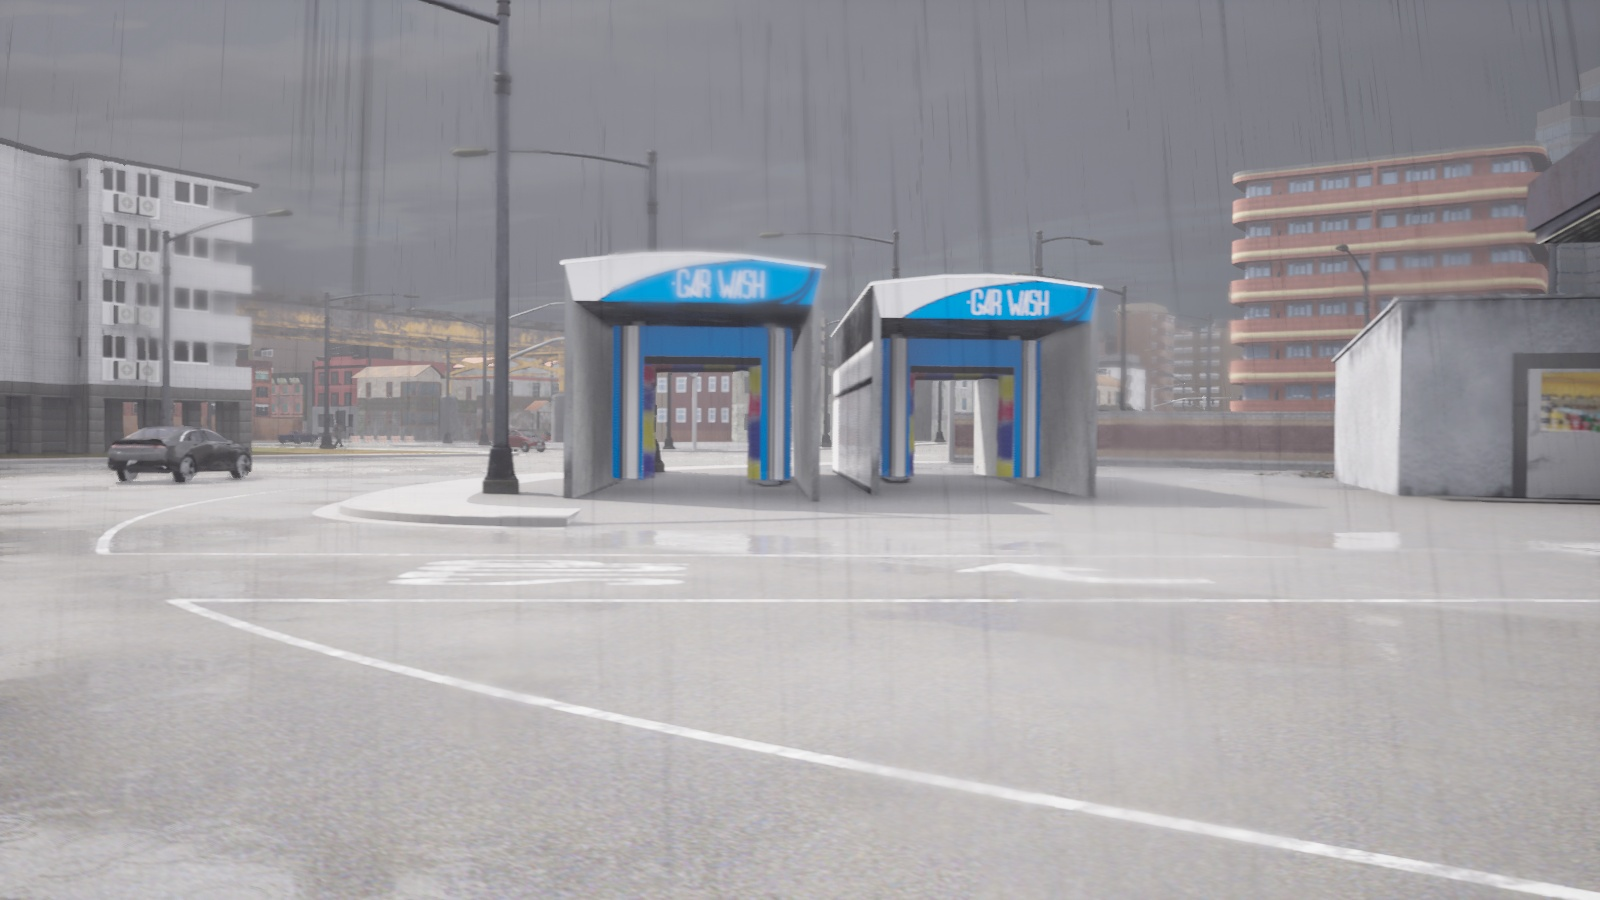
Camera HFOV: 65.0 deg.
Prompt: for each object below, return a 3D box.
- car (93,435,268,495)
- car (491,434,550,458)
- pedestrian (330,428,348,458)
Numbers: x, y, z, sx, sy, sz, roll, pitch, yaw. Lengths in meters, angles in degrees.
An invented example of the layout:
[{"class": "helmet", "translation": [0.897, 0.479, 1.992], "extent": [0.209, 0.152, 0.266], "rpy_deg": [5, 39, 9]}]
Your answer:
[{"class": "car", "translation": [-17.049, 0.366, 34.901], "extent": [2.128, 1.511, 4.902], "rpy_deg": [0, 1, 4]}, {"class": "car", "translation": [-18.951, -0.278, 85.020], "extent": [3.705, 1.549, 1.789], "rpy_deg": [0, 1, 33]}, {"class": "pedestrian", "translation": [-30.717, -0.480, 83.632], "extent": [0.873, 1.952, 0.659], "rpy_deg": [0, 1, 30]}]
